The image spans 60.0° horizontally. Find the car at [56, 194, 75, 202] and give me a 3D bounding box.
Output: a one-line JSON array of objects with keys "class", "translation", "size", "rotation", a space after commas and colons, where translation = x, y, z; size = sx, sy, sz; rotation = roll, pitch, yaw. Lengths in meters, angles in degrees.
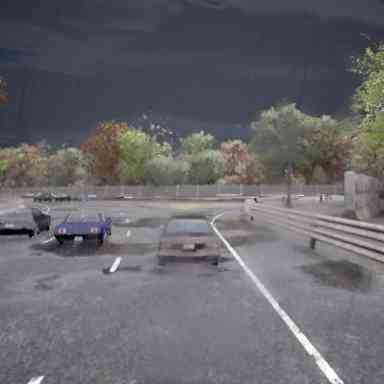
[{"class": "car", "translation": [-24.977, 1.168, 64.230], "size": [1.882, 1.535, 5.008], "rotation": [0, 0, -39]}]

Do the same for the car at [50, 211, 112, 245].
[{"class": "car", "translation": [-4.748, 1.529, 15.213], "size": [1.895, 1.301, 4.718], "rotation": [0, 0, -8]}]

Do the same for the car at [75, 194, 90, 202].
[{"class": "car", "translation": [-22.163, 1.197, 66.313], "size": [2.033, 1.411, 5.357], "rotation": [0, 0, -39]}]

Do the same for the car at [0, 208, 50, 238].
[{"class": "car", "translation": [-8.660, 1.493, 17.193], "size": [1.994, 1.385, 4.181], "rotation": [0, 0, -10]}]

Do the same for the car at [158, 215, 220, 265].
[{"class": "car", "translation": [-0.140, 1.484, 11.343], "size": [2.033, 1.411, 5.357], "rotation": [0, 0, -1]}]

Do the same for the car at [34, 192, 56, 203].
[{"class": "car", "translation": [-27.809, 0.945, 62.170], "size": [2.150, 2.045, 5.566], "rotation": [0, 0, -39]}]
